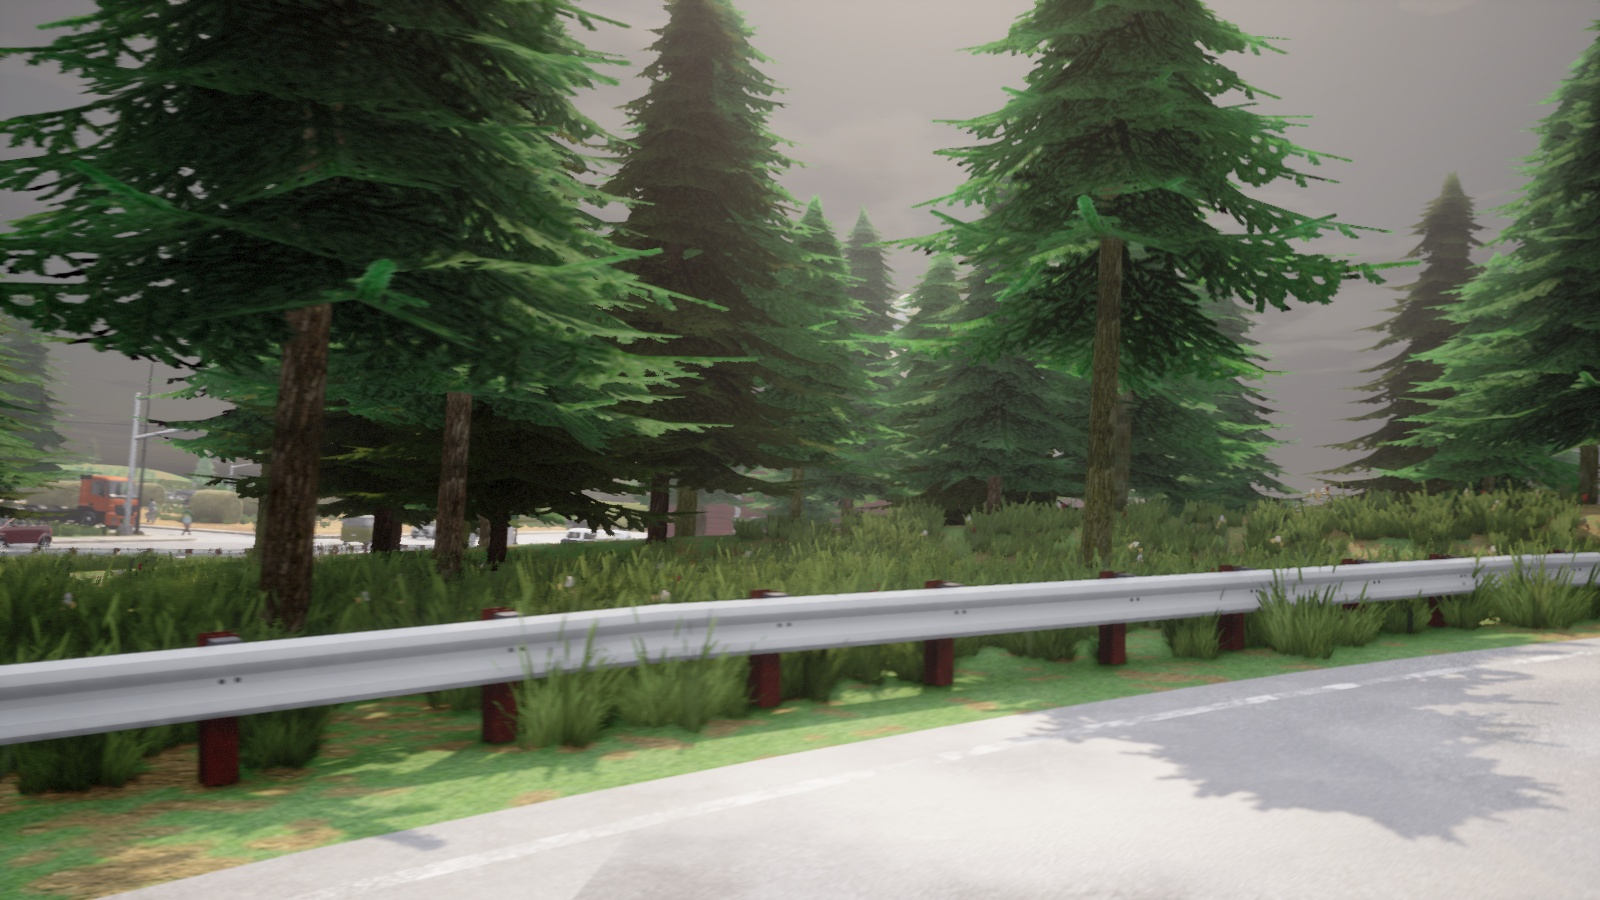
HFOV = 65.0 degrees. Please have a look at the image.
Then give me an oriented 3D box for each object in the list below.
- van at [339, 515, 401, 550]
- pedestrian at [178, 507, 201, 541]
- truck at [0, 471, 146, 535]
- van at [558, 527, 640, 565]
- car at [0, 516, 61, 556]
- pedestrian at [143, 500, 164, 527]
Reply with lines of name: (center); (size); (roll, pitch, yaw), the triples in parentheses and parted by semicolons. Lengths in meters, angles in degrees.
van: (-26.826, 5.148, 78.546); (1.775, 1.987, 4.442); (3, -3, 7)
pedestrian: (-36.406, 4.414, 74.879); (0.659, 1.952, 0.873); (3, -3, 11)
truck: (-45.688, 3.315, 78.679); (7.936, 3.462, 2.891); (3, -3, 8)
van: (-12.424, 5.936, 77.631); (4.480, 2.038, 2.069); (3, -3, 8)
car: (-33.302, 3.610, 52.851); (1.789, 1.549, 3.705); (3, -3, 7)
pedestrian: (-45.256, 4.448, 87.911); (0.900, 1.855, 0.874); (3, -3, 0)
